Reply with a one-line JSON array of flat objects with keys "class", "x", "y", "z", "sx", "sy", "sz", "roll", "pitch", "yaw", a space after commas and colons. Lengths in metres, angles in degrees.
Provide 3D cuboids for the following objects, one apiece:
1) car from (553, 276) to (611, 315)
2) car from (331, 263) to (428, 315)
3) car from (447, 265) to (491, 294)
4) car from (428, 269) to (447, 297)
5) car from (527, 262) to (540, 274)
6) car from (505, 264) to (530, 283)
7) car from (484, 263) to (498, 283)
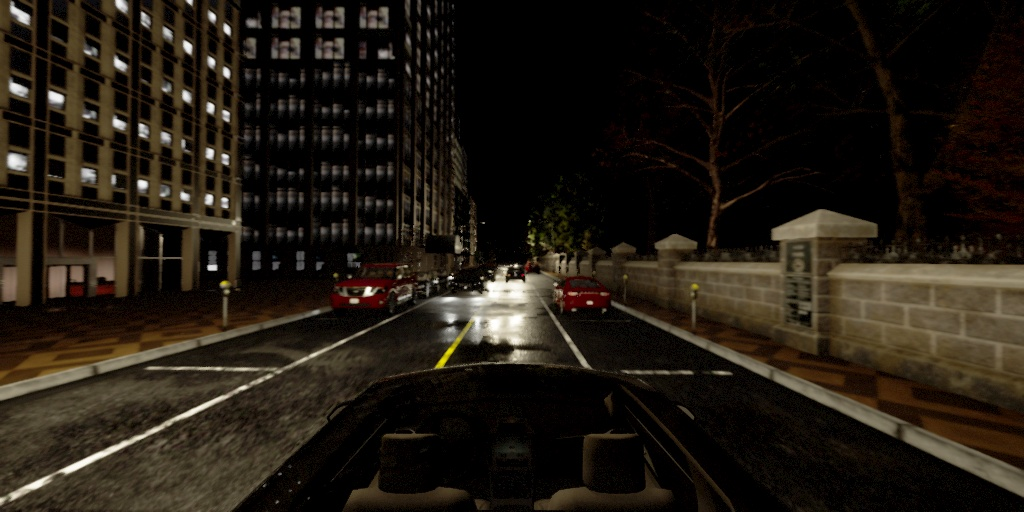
[{"class": "car", "x": 2.656, "y": 1.476, "z": 14.361, "sx": 1.888, "sy": 1.381, "sz": 4.507, "roll": 0, "pitch": 0, "yaw": 1}, {"class": "car", "x": -5.223, "y": 1.206, "z": 14.436, "sx": 2.192, "sy": 1.841, "sz": 5.009, "roll": 0, "pitch": 0, "yaw": 1}, {"class": "car", "x": -2.579, "y": 1.542, "z": 22.436, "sx": 1.837, "sy": 1.490, "sz": 4.892, "roll": 0, "pitch": -1, "yaw": 1}, {"class": "car", "x": -5.171, "y": 1.514, "z": 19.963, "sx": 2.007, "sy": 1.370, "sz": 4.403, "roll": 0, "pitch": 0, "yaw": 1}, {"class": "car", "x": 3.021, "y": 1.739, "z": 53.049, "sx": 2.192, "sy": 1.841, "sz": 5.009, "roll": 0, "pitch": 0, "yaw": 1}, {"class": "car", "x": 0.346, "y": 1.709, "z": 33.248, "sx": 2.033, "sy": 1.411, "sz": 5.357, "roll": 0, "pitch": -1, "yaw": 1}, {"class": "car", "x": -2.473, "y": 1.657, "z": 33.644, "sx": 1.837, "sy": 1.490, "sz": 4.892, "roll": 0, "pitch": -1, "yaw": 1}]
